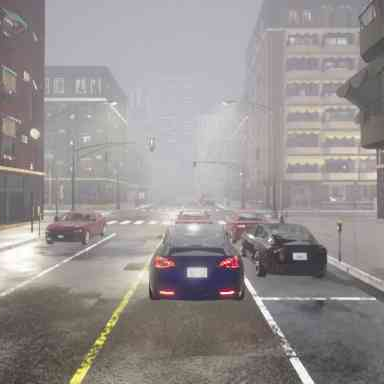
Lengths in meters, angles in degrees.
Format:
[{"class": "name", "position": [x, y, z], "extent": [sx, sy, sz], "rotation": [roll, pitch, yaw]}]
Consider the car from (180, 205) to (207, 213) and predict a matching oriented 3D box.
[{"class": "car", "position": [0.084, 1.607, 18.104], "extent": [1.895, 1.301, 4.718], "rotation": [0, 0, 0]}]

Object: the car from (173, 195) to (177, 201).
[{"class": "car", "position": [-5.356, 1.623, 87.848], "extent": [1.887, 1.381, 4.507], "rotation": [1, 0, 0]}]

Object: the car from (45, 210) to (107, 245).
[{"class": "car", "position": [-5.282, 1.550, 15.638], "extent": [1.887, 1.381, 4.507], "rotation": [1, 0, 0]}]

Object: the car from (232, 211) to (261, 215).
[{"class": "car", "position": [2.565, 1.550, 15.670], "extent": [1.887, 1.381, 4.507], "rotation": [1, 0, 0]}]

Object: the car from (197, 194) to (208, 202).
[{"class": "car", "position": [2.572, 1.359, 63.672], "extent": [2.192, 1.841, 5.009], "rotation": [1, 0, 0]}]

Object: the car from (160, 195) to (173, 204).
[{"class": "car", "position": [-5.360, 1.597, 65.090], "extent": [2.008, 1.369, 4.403], "rotation": [1, 0, 0]}]

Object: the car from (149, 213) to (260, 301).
[{"class": "car", "position": [0.096, 1.506, 8.381], "extent": [2.163, 1.488, 4.792], "rotation": [0, 0, 0]}]

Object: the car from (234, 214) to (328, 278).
[{"class": "car", "position": [2.568, 1.569, 9.999], "extent": [1.947, 1.339, 4.313], "rotation": [1, 0, 0]}]

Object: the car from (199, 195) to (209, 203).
[{"class": "car", "position": [2.535, 1.493, 70.795], "extent": [1.967, 1.590, 4.097], "rotation": [1, 0, 0]}]

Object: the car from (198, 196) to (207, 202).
[{"class": "car", "position": [2.527, 1.635, 82.175], "extent": [1.947, 1.339, 4.313], "rotation": [1, 0, 0]}]

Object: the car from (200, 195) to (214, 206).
[{"class": "car", "position": [2.673, 1.577, 53.726], "extent": [1.887, 1.381, 4.507], "rotation": [1, 0, 0]}]
